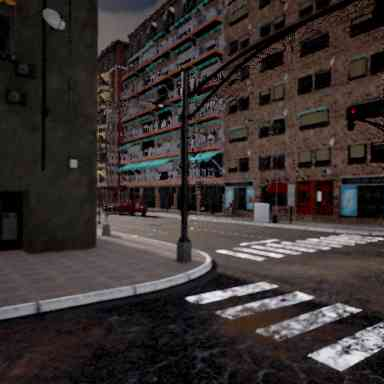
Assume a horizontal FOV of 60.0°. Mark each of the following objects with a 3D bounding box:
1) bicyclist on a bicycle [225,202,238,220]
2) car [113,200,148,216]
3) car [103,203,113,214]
[{"bbox_3d":[3.591,1.690,30.044,1.656,1.620,0.582,0,-1,-36],"label":"bicyclist on a bicycle"},{"bbox_3d":[-7.093,1.854,39.743,2.192,1.841,5.009,0,0,-36],"label":"car"},{"bbox_3d":[-10.407,2.158,44.333,2.008,1.369,4.403,0,0,-36],"label":"car"}]
